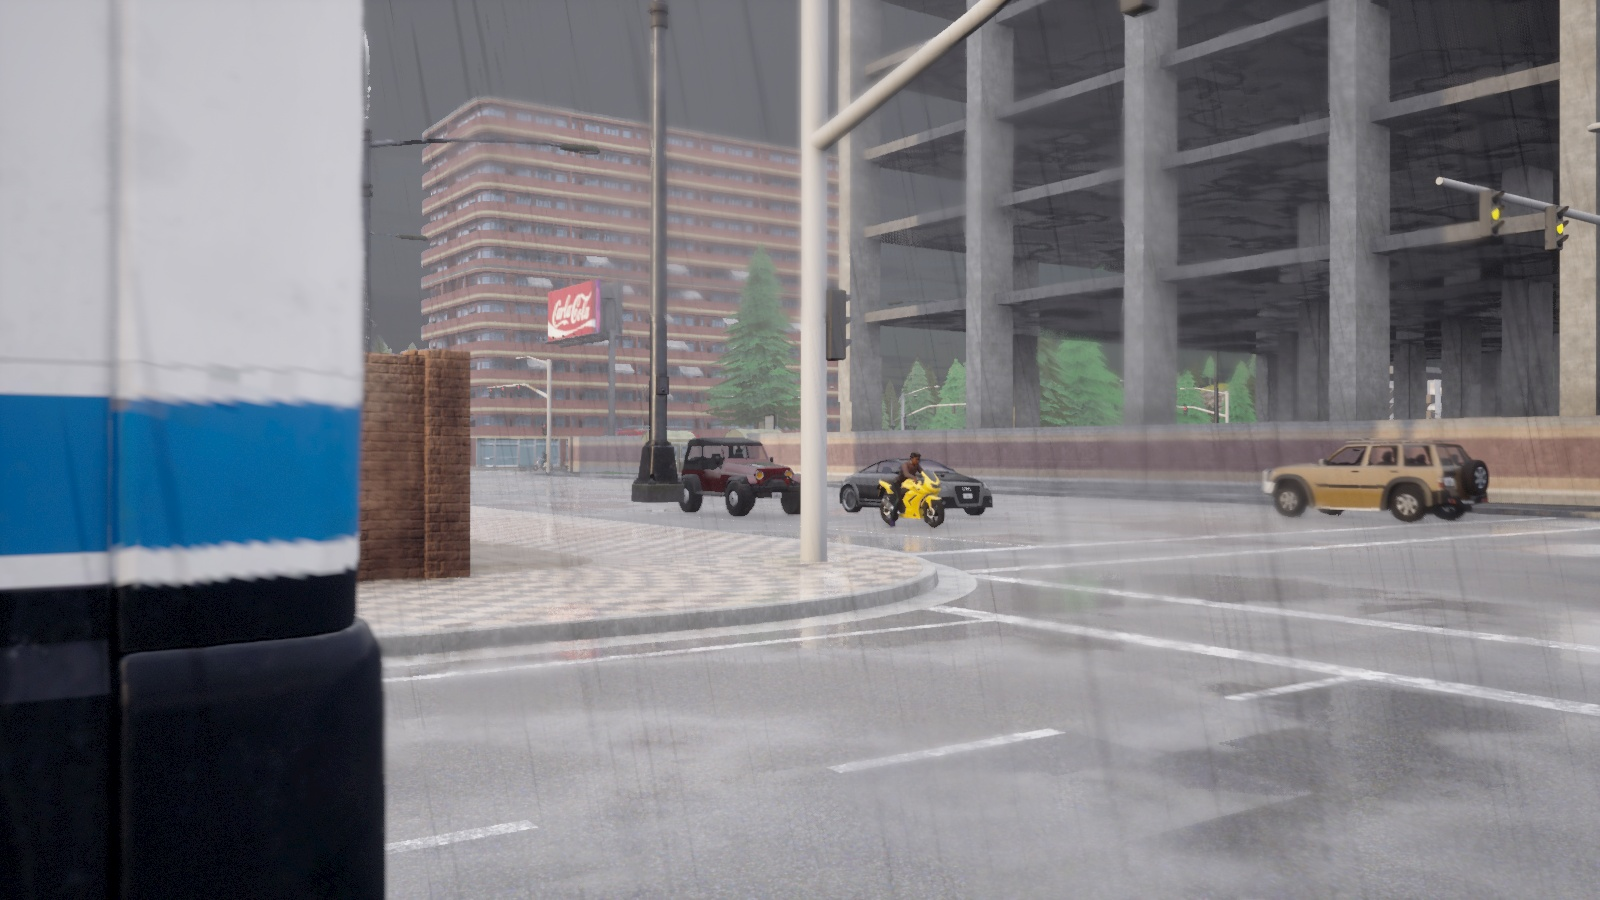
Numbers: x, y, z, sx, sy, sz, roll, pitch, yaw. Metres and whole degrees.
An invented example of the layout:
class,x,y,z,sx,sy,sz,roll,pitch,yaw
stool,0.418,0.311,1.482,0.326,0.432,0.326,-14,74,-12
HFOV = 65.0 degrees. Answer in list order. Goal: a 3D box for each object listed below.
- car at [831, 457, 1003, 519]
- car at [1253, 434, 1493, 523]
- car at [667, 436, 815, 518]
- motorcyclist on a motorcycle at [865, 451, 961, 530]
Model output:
class,x,y,z,sx,sy,sz,roll,pitch,yaw
car,2.787,0.878,30.800,1.994,1.385,4.181,0,0,-34
car,12.870,0.604,28.501,1.932,1.855,4.605,0,0,-35
car,-1.511,0.619,30.884,1.905,1.878,3.866,0,0,-34
motorcyclist on a motorcycle,2.260,0.784,25.376,0.797,1.523,2.044,0,0,-35
